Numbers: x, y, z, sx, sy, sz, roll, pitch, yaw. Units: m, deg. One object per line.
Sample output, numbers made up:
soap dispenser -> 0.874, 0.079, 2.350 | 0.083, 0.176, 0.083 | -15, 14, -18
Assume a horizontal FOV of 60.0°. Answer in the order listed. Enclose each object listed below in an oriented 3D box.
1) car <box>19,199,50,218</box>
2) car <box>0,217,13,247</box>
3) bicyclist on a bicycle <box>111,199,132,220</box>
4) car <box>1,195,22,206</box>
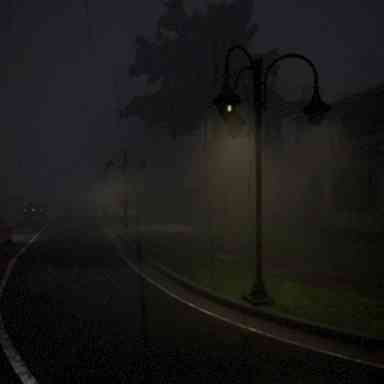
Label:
car -> -14.402, 1.599, 30.852 | 2.033, 1.411, 5.357 | 0, 0, -19
car -> -8.124, 1.502, 12.524 | 1.882, 1.535, 5.008 | 0, 0, -20
bicyclist on a bicycle -> -5.365, 1.335, 25.364 | 1.656, 1.620, 0.582 | 0, 0, -19
car -> -20.997, 1.185, 39.057 | 1.837, 1.490, 4.892 | 0, 0, -19
